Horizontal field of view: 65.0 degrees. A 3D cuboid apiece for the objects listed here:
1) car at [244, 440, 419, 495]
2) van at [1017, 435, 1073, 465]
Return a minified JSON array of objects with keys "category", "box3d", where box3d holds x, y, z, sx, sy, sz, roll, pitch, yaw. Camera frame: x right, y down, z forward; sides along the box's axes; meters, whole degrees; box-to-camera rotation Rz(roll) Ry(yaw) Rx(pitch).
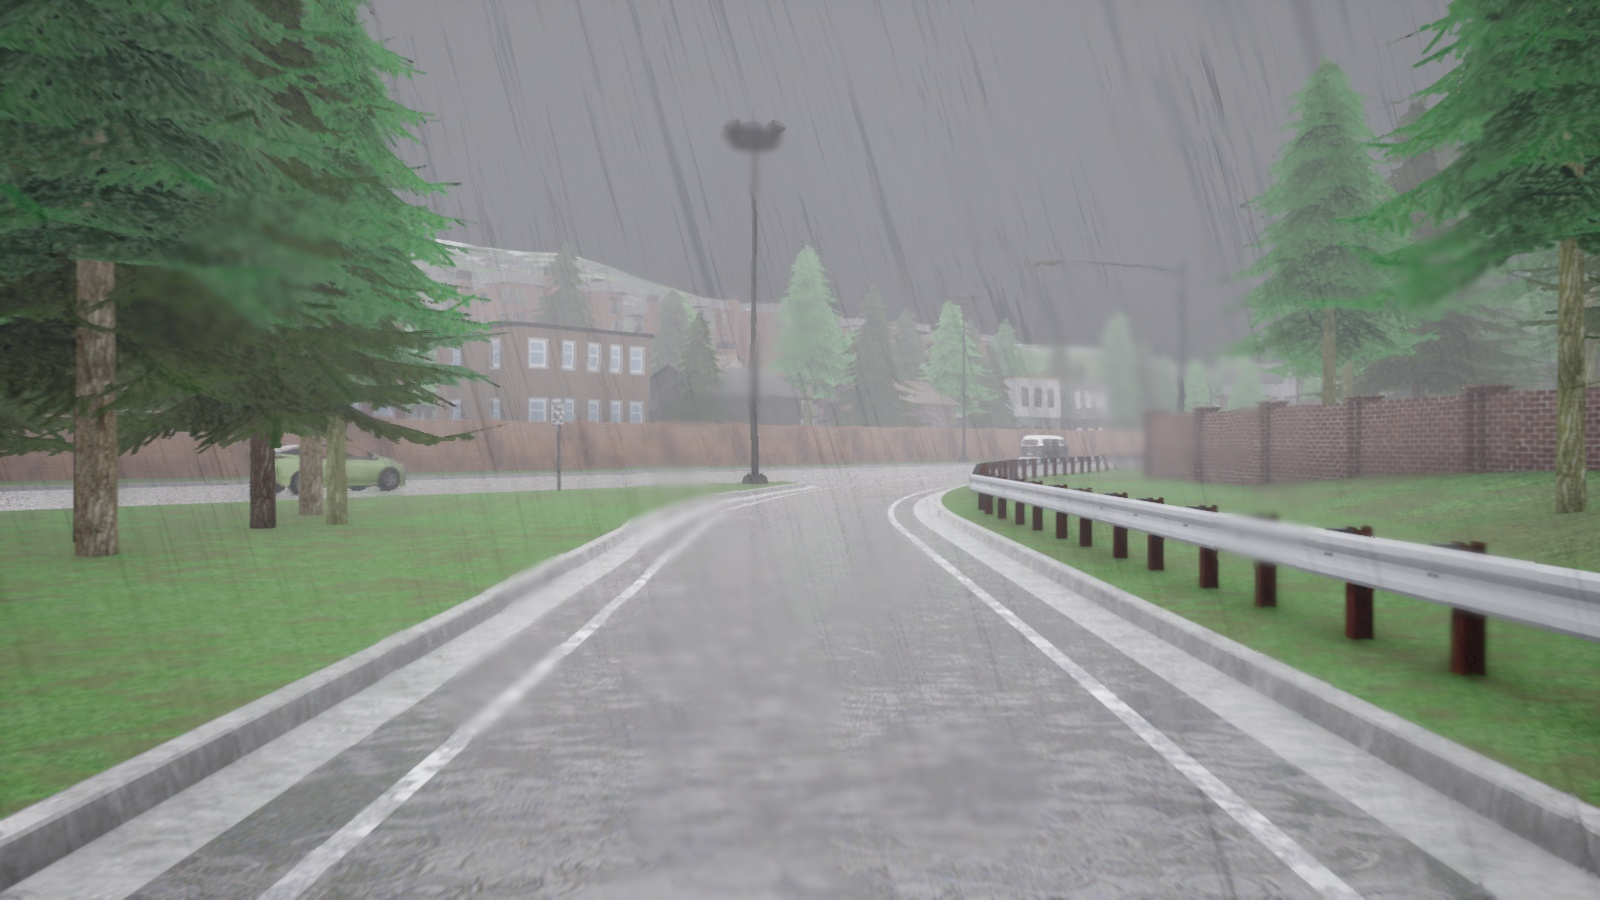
[{"category":"car","box3d":[-13.926,0.468,37.524,2.007,1.525,4.514,0,0,39]},{"category":"van","box3d":[17.237,-0.019,88.275,2.069,2.038,4.480,0,1,38]}]
